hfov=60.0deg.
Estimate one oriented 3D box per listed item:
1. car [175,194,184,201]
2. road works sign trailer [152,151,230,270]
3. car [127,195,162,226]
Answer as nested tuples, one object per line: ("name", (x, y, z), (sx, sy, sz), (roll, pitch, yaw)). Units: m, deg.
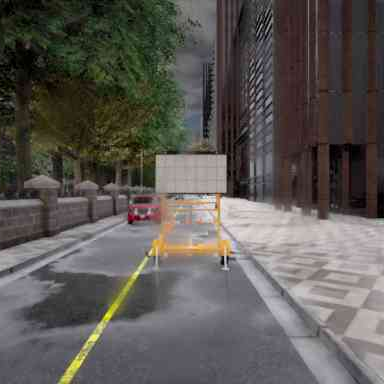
("car", (-3.230, 1.314, 85.282), (2.097, 1.767, 4.553), (0, 0, 0))
("road works sign trailer", (-0.028, 0.464, 11.017), (2.380, 3.560, 2.880), (0, 0, 0))
("car", (-3.165, 1.213, 23.969), (2.150, 2.045, 5.566), (0, 0, 0))
